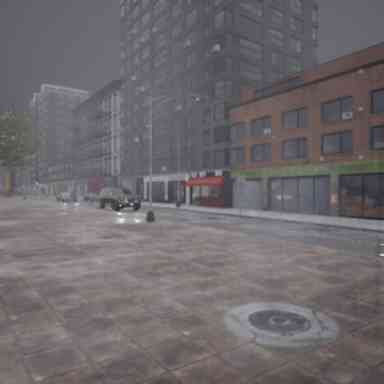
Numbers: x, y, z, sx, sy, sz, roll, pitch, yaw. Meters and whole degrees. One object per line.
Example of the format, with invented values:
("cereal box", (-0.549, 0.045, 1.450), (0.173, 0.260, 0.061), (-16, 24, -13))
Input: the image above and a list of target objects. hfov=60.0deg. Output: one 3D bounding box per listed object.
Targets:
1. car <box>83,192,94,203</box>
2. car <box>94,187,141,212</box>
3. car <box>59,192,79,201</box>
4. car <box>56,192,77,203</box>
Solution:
("car", (-13.013, 0.693, 44.159), (2.128, 1.511, 4.902), (0, 1, -35))
("car", (-6.606, 0.621, 29.989), (2.150, 2.045, 5.566), (0, 1, -35))
("car", (-20.082, 0.653, 54.157), (1.812, 1.442, 4.674), (0, 0, -35))
("car", (-16.880, 0.744, 44.695), (1.812, 1.442, 4.674), (0, 0, -35))
